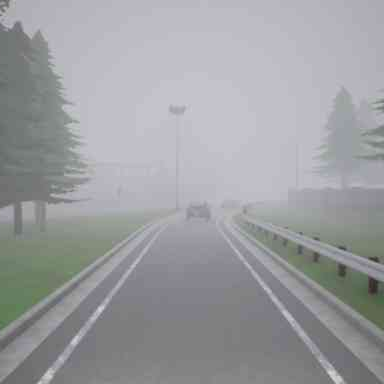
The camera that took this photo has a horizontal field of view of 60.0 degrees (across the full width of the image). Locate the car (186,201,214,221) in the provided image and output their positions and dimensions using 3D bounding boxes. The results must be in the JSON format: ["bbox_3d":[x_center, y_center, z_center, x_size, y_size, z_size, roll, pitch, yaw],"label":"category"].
[{"bbox_3d":[0.669,1.501,27.255,2.128,1.511,4.902,0,0,6],"label":"car"}]

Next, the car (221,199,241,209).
[{"bbox_3d":[5.441,1.578,45.862,1.994,1.385,4.181,0,0,21],"label":"car"}]
